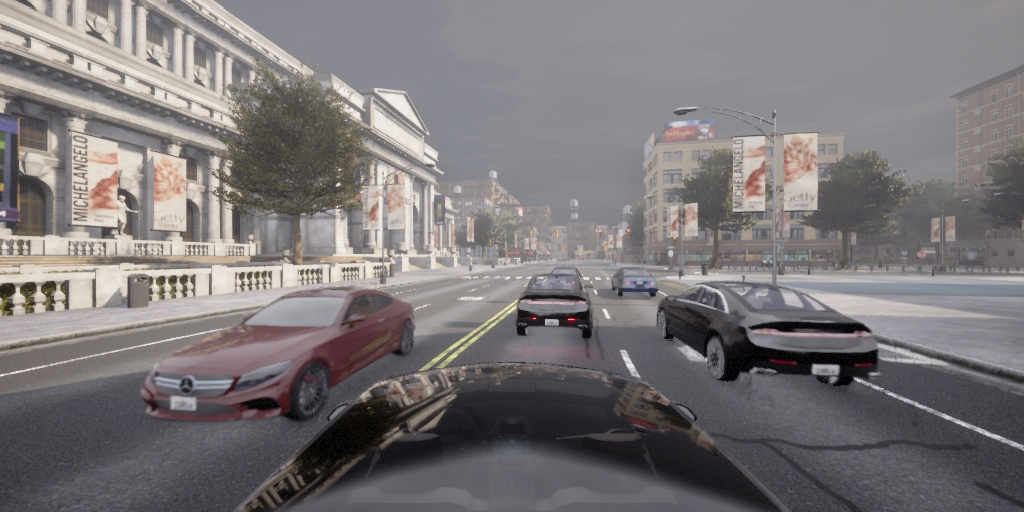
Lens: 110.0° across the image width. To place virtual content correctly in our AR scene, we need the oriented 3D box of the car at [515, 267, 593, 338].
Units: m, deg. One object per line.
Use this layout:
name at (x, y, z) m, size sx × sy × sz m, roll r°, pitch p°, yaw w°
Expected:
car at (1.265, 1.242, 10.248) m, size 2.128 × 1.511 × 4.902 m, roll 0°, pitch 0°, yaw 9°

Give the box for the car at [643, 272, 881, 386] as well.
car at (4.325, 1.243, 7.022) m, size 2.128 × 1.511 × 4.902 m, roll 0°, pitch 0°, yaw 7°

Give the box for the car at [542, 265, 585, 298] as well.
car at (2.937, 1.297, 19.724) m, size 2.033 × 1.411 × 5.357 m, roll 0°, pitch 0°, yaw 11°

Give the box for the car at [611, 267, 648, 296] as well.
car at (6.386, 1.297, 19.080) m, size 2.033 × 1.411 × 5.357 m, roll 0°, pitch 0°, yaw 11°

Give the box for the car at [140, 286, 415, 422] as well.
car at (-3.150, 1.276, 6.043) m, size 1.812 × 1.442 × 4.674 m, roll 0°, pitch 0°, yaw 7°
